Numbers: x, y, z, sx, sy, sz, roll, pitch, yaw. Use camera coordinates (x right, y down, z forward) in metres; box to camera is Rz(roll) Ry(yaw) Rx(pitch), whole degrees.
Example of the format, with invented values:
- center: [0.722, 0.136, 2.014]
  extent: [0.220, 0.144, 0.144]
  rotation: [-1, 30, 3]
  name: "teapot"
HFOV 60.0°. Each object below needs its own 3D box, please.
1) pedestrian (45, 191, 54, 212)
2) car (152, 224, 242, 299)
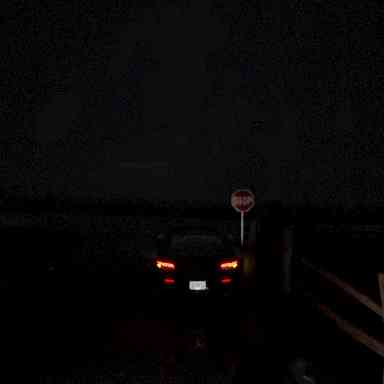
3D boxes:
- center: [-12.037, 0.773, 27.990]
  extent: [0.375, 1.860, 0.375]
  rotation: [0, 1, 0]
  name: "pedestrian"
- center: [0.091, 1.517, 8.305]
  extent: [1.812, 1.442, 4.674]
  rotation: [0, 0, 0]
  name: "car"
